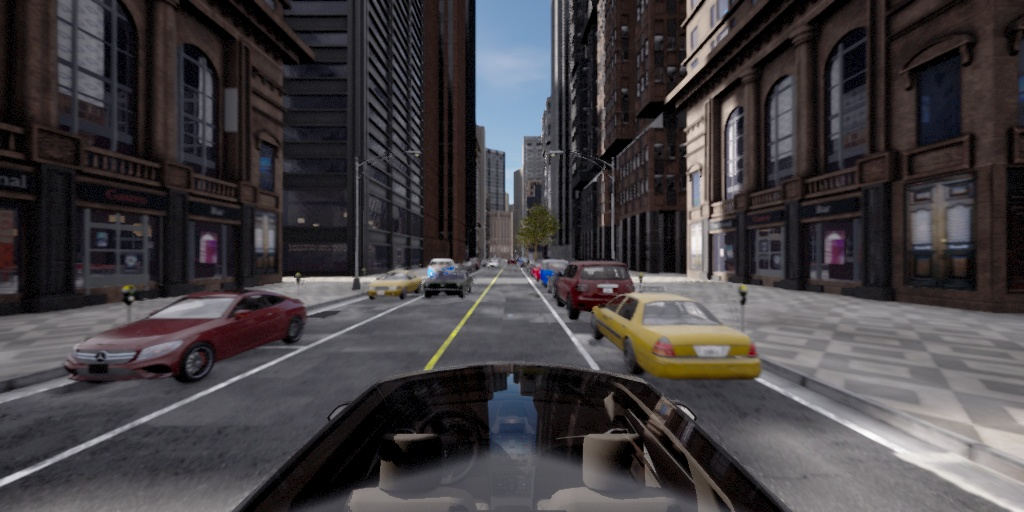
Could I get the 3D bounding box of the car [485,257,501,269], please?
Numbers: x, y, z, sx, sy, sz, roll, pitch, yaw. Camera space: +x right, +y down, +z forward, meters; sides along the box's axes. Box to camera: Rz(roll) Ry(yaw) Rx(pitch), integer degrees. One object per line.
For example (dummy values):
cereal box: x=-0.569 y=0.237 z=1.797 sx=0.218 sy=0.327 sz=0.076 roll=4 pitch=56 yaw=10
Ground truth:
car: x=-3.048 y=1.387 z=59.562 sx=1.812 sy=1.442 sz=4.674 roll=0 pitch=0 yaw=0

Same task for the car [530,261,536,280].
car: x=2.762 y=1.345 z=29.575 sx=1.888 sy=1.381 sz=4.507 roll=0 pitch=0 yaw=0

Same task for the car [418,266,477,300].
car: x=-3.101 y=1.381 z=18.209 sx=1.895 sy=1.301 sz=4.718 roll=0 pitch=0 yaw=0

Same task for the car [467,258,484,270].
car: x=-5.764 y=1.159 z=52.038 sx=2.192 sy=1.841 sz=5.009 roll=0 pitch=0 yaw=0

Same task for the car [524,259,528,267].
car: x=2.762 y=1.372 z=40.806 sx=2.007 sy=1.370 sz=4.403 roll=0 pitch=0 yaw=0

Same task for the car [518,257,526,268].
car: x=2.350 y=1.392 z=61.722 sx=1.812 sy=1.442 sz=4.674 roll=0 pitch=0 yaw=0

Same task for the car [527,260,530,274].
car: x=2.762 y=1.356 z=35.194 sx=1.888 sy=1.381 sz=4.507 roll=0 pitch=0 yaw=0

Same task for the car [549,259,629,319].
car: x=2.763 y=1.084 z=12.720 sx=2.192 sy=1.841 sz=5.009 roll=0 pitch=0 yaw=0

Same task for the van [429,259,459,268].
van: x=-5.763 y=1.141 z=29.564 sx=1.690 sy=1.789 sz=3.998 roll=0 pitch=0 yaw=0

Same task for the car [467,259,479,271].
car: x=-5.763 y=1.383 z=46.420 sx=2.007 sy=1.370 sz=4.403 roll=0 pitch=0 yaw=0

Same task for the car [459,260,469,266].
car: x=-5.763 y=1.361 z=35.182 sx=2.007 sy=1.370 sz=4.403 roll=0 pitch=0 yaw=0

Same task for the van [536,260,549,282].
van: x=2.762 y=1.131 z=23.957 sx=1.690 sy=1.789 sz=3.998 roll=0 pitch=0 yaw=0

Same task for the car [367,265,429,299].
car: x=-5.763 y=1.305 z=18.156 sx=1.751 sy=1.417 sz=4.829 roll=0 pitch=0 yaw=0

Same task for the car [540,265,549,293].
car: x=2.762 y=1.330 z=18.339 sx=2.007 sy=1.370 sz=4.403 roll=0 pitch=0 yaw=0

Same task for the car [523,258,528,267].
car: x=2.762 y=1.358 z=46.600 sx=1.751 sy=1.417 sz=4.829 roll=0 pitch=0 yaw=0

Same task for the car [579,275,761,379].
car: x=2.763 y=1.285 z=7.271 sx=1.751 sy=1.417 sz=4.829 roll=0 pitch=0 yaw=0

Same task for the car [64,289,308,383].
car: x=-5.762 y=1.342 z=7.088 sx=1.802 sy=1.307 sz=4.207 roll=0 pitch=0 yaw=0
